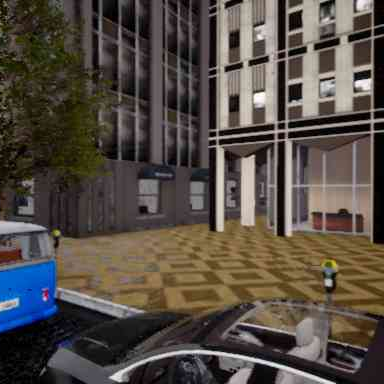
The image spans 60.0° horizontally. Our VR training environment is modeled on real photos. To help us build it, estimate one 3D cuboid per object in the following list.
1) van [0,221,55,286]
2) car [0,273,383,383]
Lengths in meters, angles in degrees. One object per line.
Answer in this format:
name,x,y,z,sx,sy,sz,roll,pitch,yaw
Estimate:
van,-4.081,1.358,5.779,3.998,1.788,1.690,0,0,36
car,0.558,1.553,2.470,4.403,1.369,2.008,0,0,36
